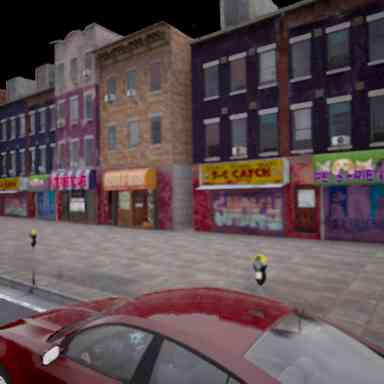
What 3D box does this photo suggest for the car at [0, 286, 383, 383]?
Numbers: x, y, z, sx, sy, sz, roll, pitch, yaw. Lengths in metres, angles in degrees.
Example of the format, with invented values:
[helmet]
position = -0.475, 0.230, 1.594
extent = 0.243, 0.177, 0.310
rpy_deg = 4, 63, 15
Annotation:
[car]
position = -0.122, 1.555, 2.910
extent = 4.507, 1.381, 1.887
rpy_deg = 0, -1, 36
